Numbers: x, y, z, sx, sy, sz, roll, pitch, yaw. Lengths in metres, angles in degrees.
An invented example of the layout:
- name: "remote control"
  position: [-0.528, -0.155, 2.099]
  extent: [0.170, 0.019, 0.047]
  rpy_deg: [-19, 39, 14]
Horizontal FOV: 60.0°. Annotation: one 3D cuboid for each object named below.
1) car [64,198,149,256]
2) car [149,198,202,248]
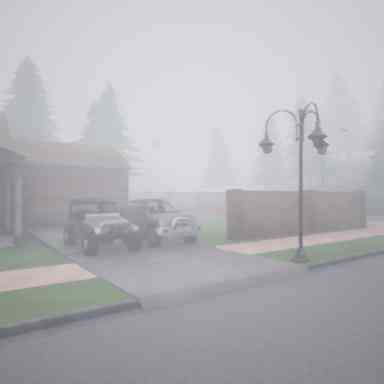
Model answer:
- name: "car"
  position: [-3.448, 1.186, 12.395]
  extent: [1.905, 1.878, 3.866]
  rpy_deg: [0, 0, -36]
- name: "car"
  position: [-1.632, 1.191, 14.177]
  extent: [1.932, 1.855, 4.605]
  rpy_deg: [0, 0, -36]
